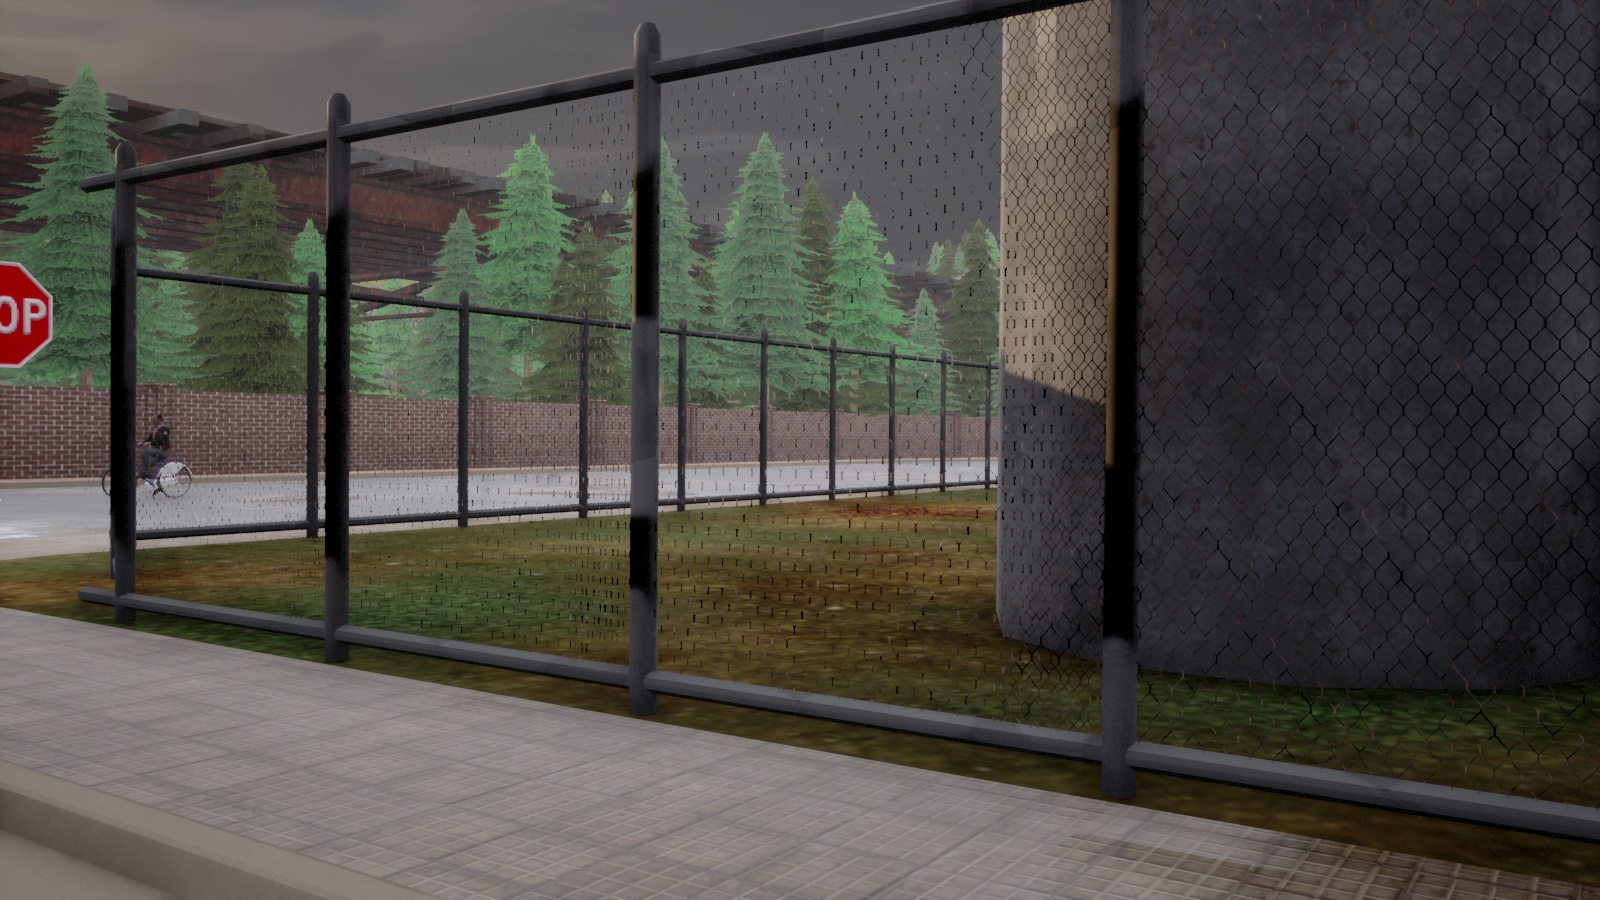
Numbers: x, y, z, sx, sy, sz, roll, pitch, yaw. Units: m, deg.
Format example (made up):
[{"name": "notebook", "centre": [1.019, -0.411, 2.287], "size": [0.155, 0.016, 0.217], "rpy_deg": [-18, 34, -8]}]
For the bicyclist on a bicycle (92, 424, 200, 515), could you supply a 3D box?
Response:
[{"name": "bicyclist on a bicycle", "centre": [-13.347, 0.372, 25.675], "size": [0.659, 1.776, 1.843], "rpy_deg": [0, 1, 34]}]

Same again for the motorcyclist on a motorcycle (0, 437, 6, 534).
[{"name": "motorcyclist on a motorcycle", "centre": [-13.485, 0.573, 19.253], "size": [0.797, 1.523, 2.044], "rpy_deg": [0, 1, 34]}]
